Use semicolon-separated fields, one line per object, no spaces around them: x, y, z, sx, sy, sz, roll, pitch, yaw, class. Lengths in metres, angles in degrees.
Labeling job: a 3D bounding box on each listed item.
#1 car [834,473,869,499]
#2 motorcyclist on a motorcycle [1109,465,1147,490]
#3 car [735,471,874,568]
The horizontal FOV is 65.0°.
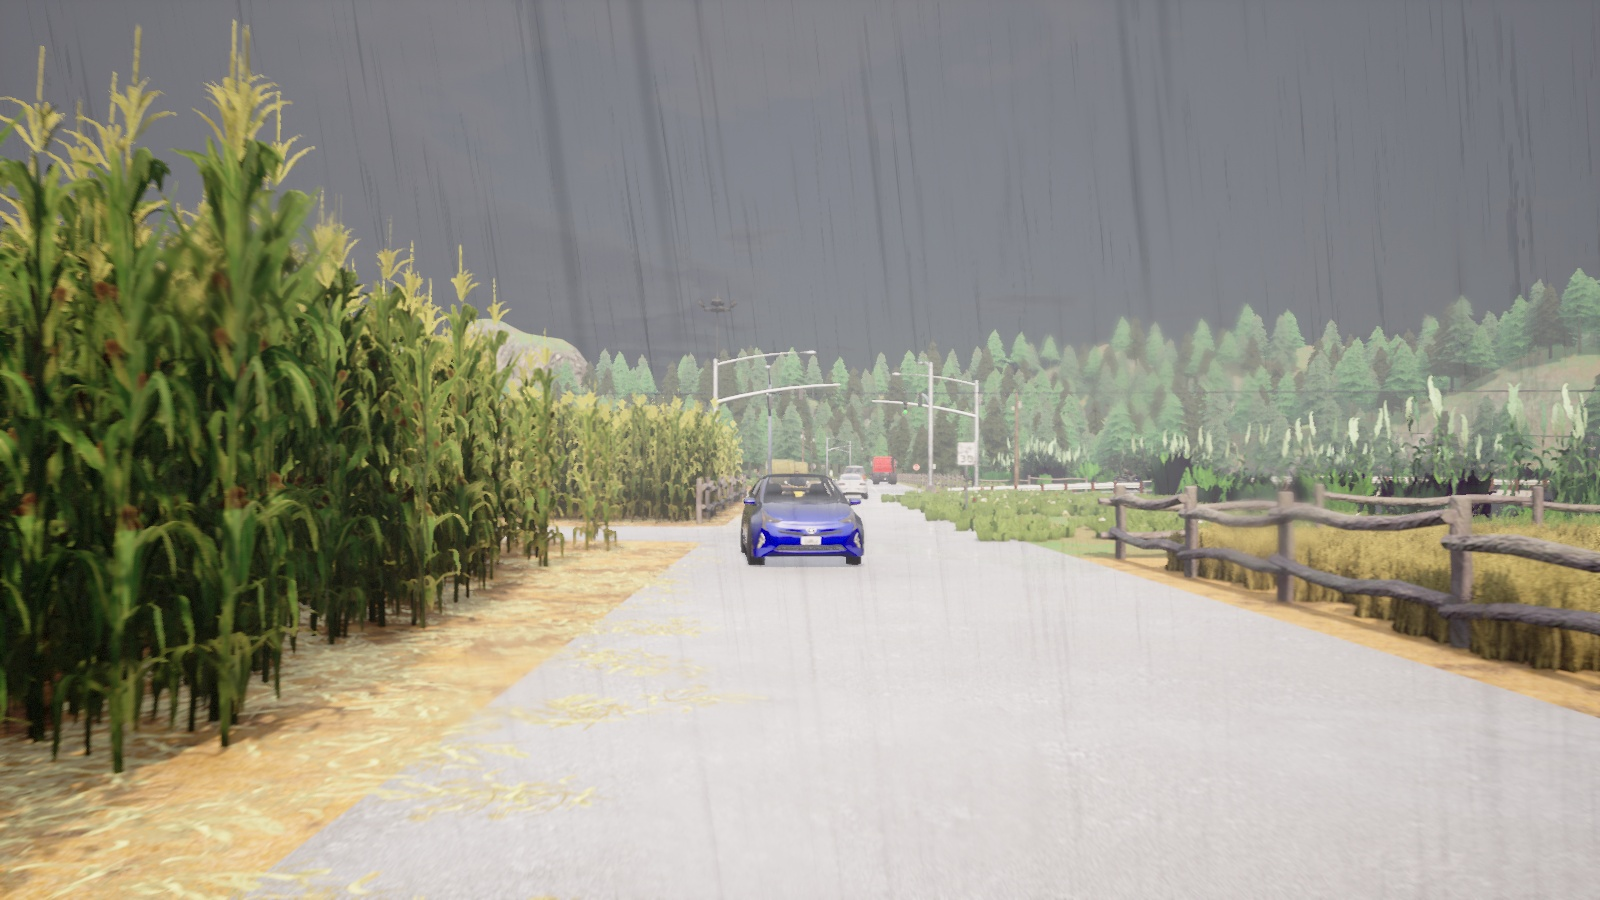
2.924;2.067;72.580;1.812;1.442;4.674;0;-1;0;car
21.322;1.788;81.739;2.191;1.530;0.866;-3;-1;5;motorcyclist on a motorcycle
-0.045;1.142;22.263;2.007;1.525;4.514;0;-1;-6;car
